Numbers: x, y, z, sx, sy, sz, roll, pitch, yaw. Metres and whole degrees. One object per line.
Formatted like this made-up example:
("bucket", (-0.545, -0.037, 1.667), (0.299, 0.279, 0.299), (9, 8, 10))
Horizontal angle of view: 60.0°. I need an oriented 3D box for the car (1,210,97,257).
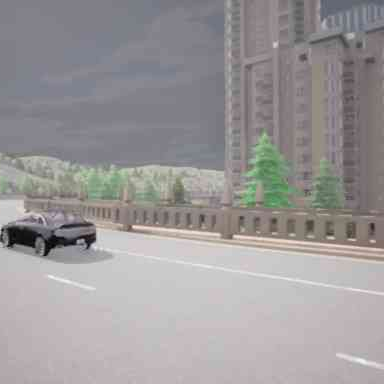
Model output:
("car", (-5.645, 1.465, 12.875), (4.902, 1.511, 2.128), (0, 0, 40))
